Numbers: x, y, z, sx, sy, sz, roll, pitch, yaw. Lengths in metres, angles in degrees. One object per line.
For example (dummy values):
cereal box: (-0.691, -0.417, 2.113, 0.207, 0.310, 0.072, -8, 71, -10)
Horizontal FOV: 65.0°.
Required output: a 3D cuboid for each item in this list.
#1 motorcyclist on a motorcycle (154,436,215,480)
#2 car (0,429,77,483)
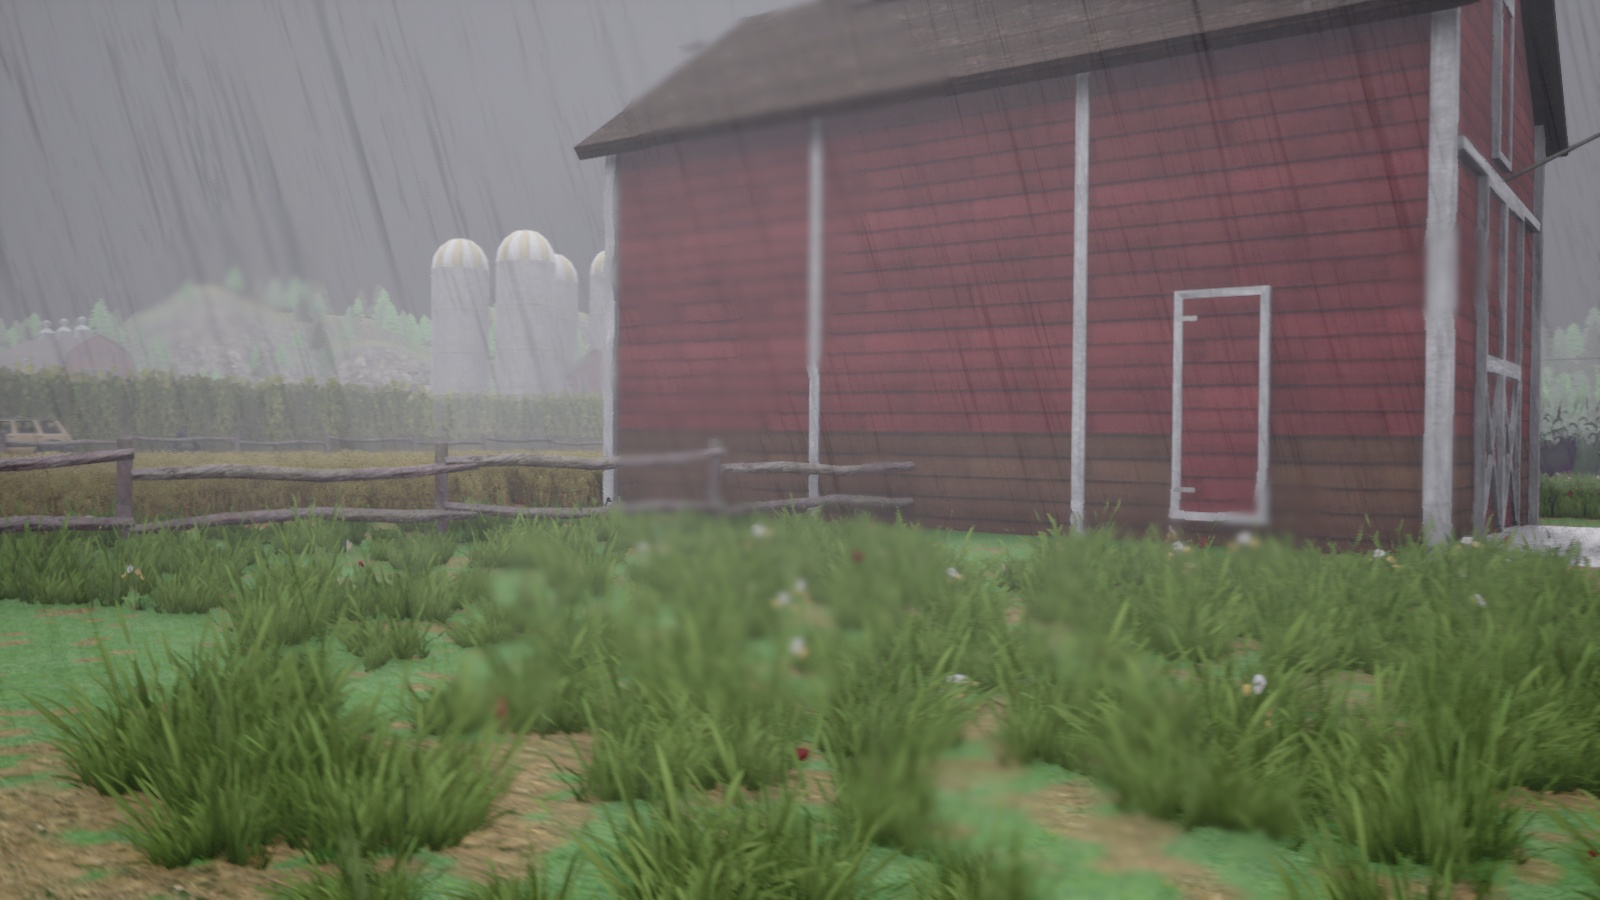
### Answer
motorcyclist on a motorcycle: (-22.710, 0.278, 46.341, 0.866, 1.590, 1.817, 0, 1, 37)
car: (-28.283, 0.217, 44.081, 1.932, 1.855, 4.605, 0, 1, 37)
